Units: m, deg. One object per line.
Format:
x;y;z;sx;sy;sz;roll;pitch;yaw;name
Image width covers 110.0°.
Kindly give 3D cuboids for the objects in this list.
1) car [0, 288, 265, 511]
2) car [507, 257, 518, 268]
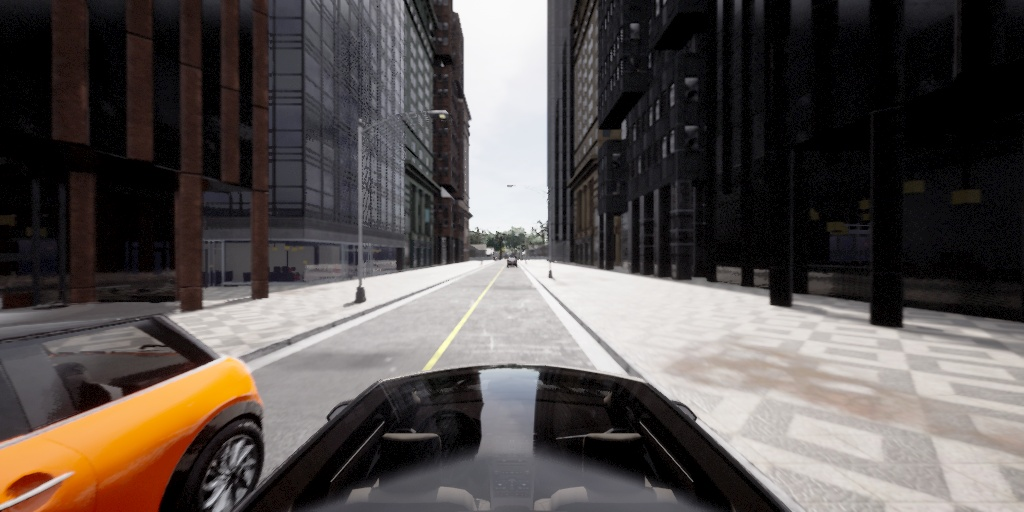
-3.096;1.102;1.037;2.097;1.767;4.553;0;0;0;car
0.020;1.192;61.699;1.837;1.490;4.892;0;0;0;car
